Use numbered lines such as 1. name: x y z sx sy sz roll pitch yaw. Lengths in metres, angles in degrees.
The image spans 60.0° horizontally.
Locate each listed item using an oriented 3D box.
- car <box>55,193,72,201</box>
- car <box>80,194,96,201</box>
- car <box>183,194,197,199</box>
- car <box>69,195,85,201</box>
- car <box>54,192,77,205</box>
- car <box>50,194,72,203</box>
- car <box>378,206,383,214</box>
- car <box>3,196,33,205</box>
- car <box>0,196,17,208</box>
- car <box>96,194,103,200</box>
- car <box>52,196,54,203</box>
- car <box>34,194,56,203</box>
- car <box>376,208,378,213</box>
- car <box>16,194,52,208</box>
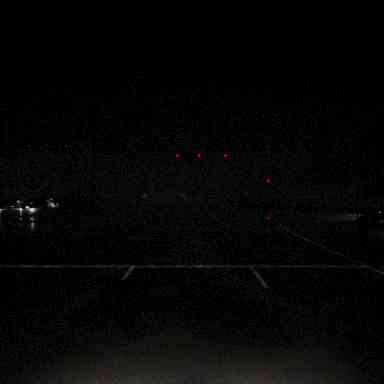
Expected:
1. car: -28.153 1.057 72.896 2.097 1.767 4.553 0 0 -3
2. car: -21.041 1.227 65.153 2.128 1.511 4.902 0 0 0
3. car: -0.158 1.201 94.634 1.895 1.301 4.718 0 0 -18
4. car: -24.582 1.304 71.401 1.895 1.301 4.718 0 0 0
5. car: -21.104 1.001 55.316 2.150 2.045 5.566 0 0 0
6. car: -24.561 1.239 62.460 2.128 1.511 4.902 0 0 1
7. car: 17.653 1.260 26.037 4.553 1.767 2.097 0 0 6
8. car: -28.094 1.333 53.940 2.033 1.411 5.357 0 0 1
9. car: -24.618 1.336 43.492 1.837 1.490 4.892 0 0 0
10. car: -21.251 1.220 74.417 2.128 1.511 4.902 0 0 -3
11. car: -24.607 1.140 53.309 2.097 1.767 4.553 0 0 0
12. car: -28.032 1.234 63.687 2.128 1.511 4.902 0 0 0
13. car: 19.460 1.441 29.460 5.357 1.411 2.033 0 0 7
14. car: -21.118 1.330 44.764 1.837 1.490 4.892 0 0 0
